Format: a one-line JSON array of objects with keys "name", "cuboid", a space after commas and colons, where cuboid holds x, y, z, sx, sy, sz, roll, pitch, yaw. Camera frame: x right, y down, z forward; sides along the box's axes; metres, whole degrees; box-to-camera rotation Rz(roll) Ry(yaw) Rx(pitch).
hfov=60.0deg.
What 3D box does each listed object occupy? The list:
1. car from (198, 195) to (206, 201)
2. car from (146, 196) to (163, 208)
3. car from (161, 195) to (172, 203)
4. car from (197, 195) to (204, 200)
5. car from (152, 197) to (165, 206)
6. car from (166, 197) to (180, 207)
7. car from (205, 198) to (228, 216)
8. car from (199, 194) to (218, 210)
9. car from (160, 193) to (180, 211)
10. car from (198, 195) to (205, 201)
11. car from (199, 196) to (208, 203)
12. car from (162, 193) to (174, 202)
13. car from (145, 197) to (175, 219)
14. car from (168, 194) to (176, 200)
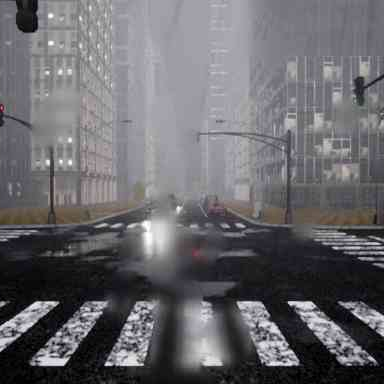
[{"name": "car", "cuboid": [2.402, 1.522, 81.844, 1.802, 1.307, 4.206, -1, 0, 0]}, {"name": "car", "cuboid": [-5.418, 1.411, 48.657, 1.967, 1.590, 4.097, -1, 0, 0]}, {"name": "car", "cuboid": [-5.459, 1.391, 70.755, 1.967, 1.590, 4.097, -1, 0, 0]}, {"name": "car", "cuboid": [2.381, 1.473, 92.893, 1.887, 1.381, 4.507, -1, 0, 0]}, {"name": "car", "cuboid": [-5.426, 1.548, 54.182, 1.802, 1.307, 4.206, -1, 0, 0]}, {"name": "car", "cuboid": [-2.933, 1.568, 52.896, 1.895, 1.301, 4.718, 0, 0, 0]}, {"name": "car", "cuboid": [2.462, 1.564, 32.123, 1.802, 1.307, 4.206, -1, 0, 0]}, {"name": "car", "cuboid": [2.458, 1.290, 43.172, 2.192, 1.841, 5.009, -1, 0, 0]}, {"name": "car", "cuboid": [-2.922, 1.195, 39.497, 2.150, 2.045, 5.566, 0, 0, 0]}, {"name": "car", "cuboid": [2.391, 1.459, 87.539, 1.752, 1.417, 4.829, -1, 0, 0]}, {"name": "car", "cuboid": [2.422, 1.496, 70.795, 1.887, 1.381, 4.507, -1, 0, 0]}, {"name": "car", "cuboid": [-5.471, 1.260, 76.280, 2.192, 1.841, 5.009, -1, 0, 0]}, {"name": "car", "cuboid": [-2.908, 1.475, 28.787, 2.128, 1.511, 4.902, 0, 0, 0]}, {"name": "car", "cuboid": [-5.501, 1.368, 92.853, 1.967, 1.590, 4.097, -1, 0, 0]}]
